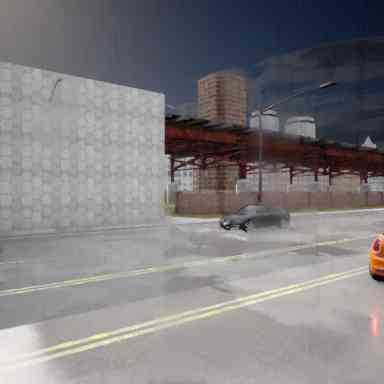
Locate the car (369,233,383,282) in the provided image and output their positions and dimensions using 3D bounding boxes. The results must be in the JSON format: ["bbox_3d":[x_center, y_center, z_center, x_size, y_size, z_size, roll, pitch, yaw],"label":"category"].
[{"bbox_3d":[6.582,1.352,8.473,4.553,1.767,2.097,0,0,-34],"label":"car"}]

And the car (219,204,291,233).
[{"bbox_3d":[3.778,1.505,19.620,4.892,1.490,1.837,0,0,-36],"label":"car"}]
